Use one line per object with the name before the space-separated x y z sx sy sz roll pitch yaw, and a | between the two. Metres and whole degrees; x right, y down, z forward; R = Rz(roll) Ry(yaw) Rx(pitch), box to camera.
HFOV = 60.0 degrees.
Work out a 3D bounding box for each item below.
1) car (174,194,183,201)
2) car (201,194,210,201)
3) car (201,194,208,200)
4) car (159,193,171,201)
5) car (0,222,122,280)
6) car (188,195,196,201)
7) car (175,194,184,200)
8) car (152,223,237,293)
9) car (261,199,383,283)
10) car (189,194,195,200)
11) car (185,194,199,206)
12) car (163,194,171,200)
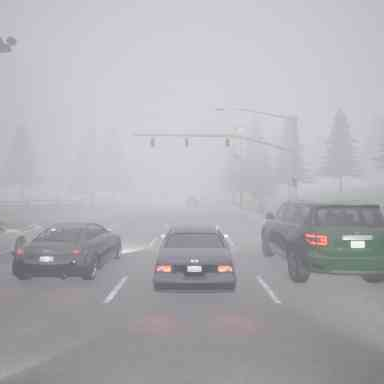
car | -3.492 1.517 84.095 1.812 1.442 4.674 0 0 0
car | 3.508 1.492 83.677 1.837 1.490 4.892 0 0 0
car | 3.509 1.310 94.097 1.882 1.535 5.008 0 0 0
car | -6.992 1.217 83.708 2.150 2.045 5.566 0 0 0
car | -3.433 1.564 9.921 1.994 1.385 4.181 0 0 1
car | 0.008 1.531 83.678 2.033 1.411 5.357 0 0 0
car | -3.491 1.358 94.098 2.128 1.511 4.902 0 0 0
car | 0.067 1.547 8.996 2.033 1.411 5.357 0 0 0
car | 3.572 1.221 9.816 2.150 2.045 5.566 0 0 0
car | 0.009 1.310 94.098 1.882 1.535 5.008 0 0 0
car | 0.003 1.352 53.035 2.097 1.767 4.553 0 0 0
car | -6.991 1.385 94.098 1.994 1.385 4.181 0 0 0
